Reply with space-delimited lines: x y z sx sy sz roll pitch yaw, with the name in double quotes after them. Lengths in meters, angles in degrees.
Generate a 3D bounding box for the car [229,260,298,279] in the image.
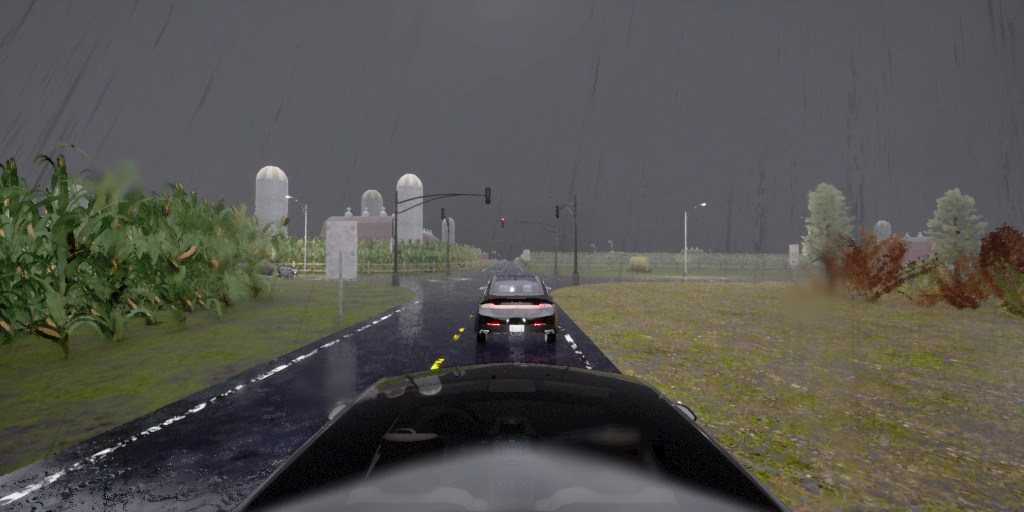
-19.943 1.059 28.807 4.902 1.511 2.128 0 -1 -4 "car"

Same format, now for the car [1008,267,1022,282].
48.663 1.719 33.511 4.674 1.442 1.812 1 -1 -5 "car"

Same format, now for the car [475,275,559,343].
0.100 1.245 9.653 2.128 1.511 4.902 0 0 0 "car"
